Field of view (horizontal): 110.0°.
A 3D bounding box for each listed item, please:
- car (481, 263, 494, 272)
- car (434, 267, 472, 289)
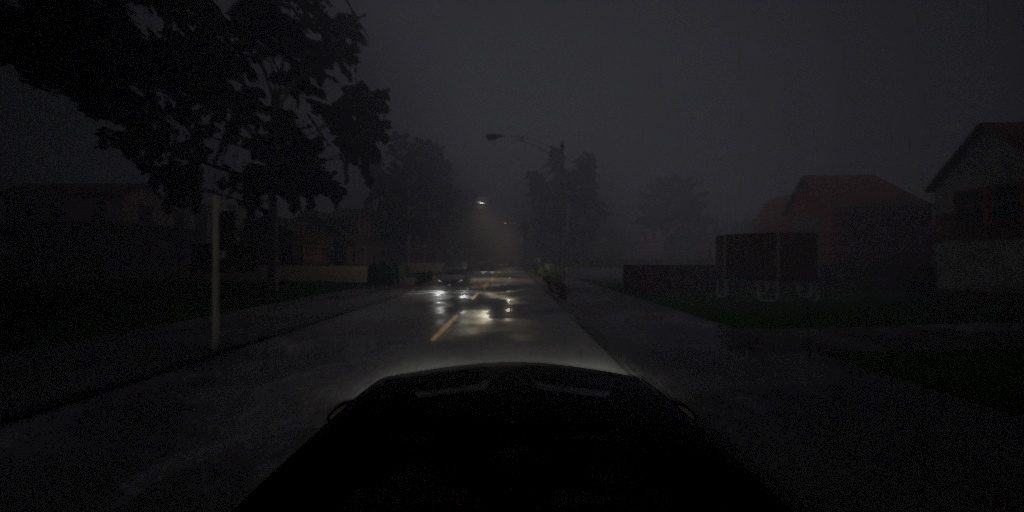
[{"bbox_3d":[-4.019,1.846,59.918,1.812,1.442,4.674,0,1,0],"label":"car"},{"bbox_3d":[-3.988,1.548,25.153,1.812,1.442,4.674,0,0,0],"label":"car"}]
